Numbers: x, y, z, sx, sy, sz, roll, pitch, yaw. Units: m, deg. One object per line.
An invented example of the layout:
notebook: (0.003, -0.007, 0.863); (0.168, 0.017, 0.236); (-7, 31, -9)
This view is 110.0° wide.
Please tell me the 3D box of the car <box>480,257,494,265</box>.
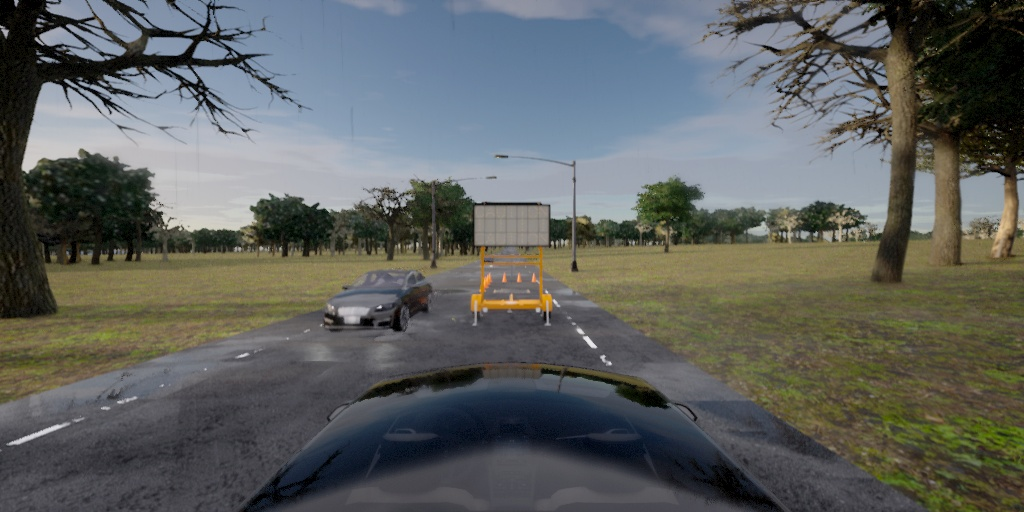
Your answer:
car: (-3.616, 0.601, 52.845); (2.033, 1.411, 5.357); (0, 1, 0)

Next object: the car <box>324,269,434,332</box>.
car: (-3.606, 1.152, 10.534); (2.128, 1.511, 4.902); (0, 1, 0)

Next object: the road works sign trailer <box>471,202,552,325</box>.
road works sign trailer: (-0.008, 0.116, 11.312); (2.380, 3.560, 2.880); (0, 0, 0)
